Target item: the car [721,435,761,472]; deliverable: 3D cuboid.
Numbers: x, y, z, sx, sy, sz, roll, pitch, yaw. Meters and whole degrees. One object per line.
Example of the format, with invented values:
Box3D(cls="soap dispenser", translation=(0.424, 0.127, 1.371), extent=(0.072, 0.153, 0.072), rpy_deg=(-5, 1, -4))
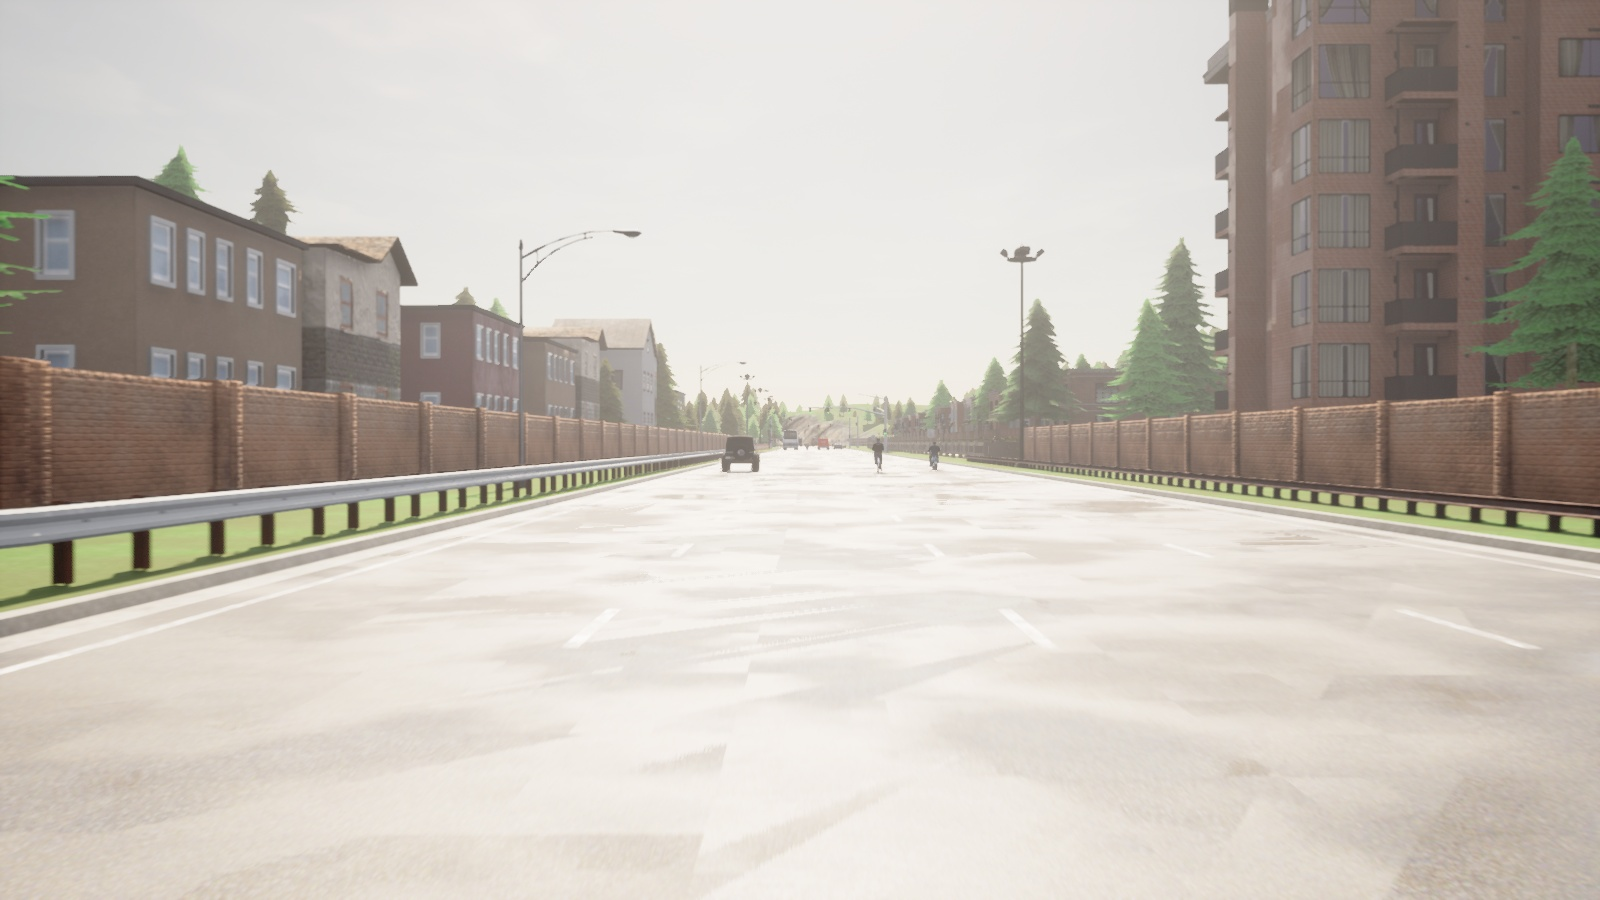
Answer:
Box3D(cls="car", translation=(-3.108, 0.168, 66.301), extent=(1.905, 1.878, 3.866), rpy_deg=(0, 0, 0))
